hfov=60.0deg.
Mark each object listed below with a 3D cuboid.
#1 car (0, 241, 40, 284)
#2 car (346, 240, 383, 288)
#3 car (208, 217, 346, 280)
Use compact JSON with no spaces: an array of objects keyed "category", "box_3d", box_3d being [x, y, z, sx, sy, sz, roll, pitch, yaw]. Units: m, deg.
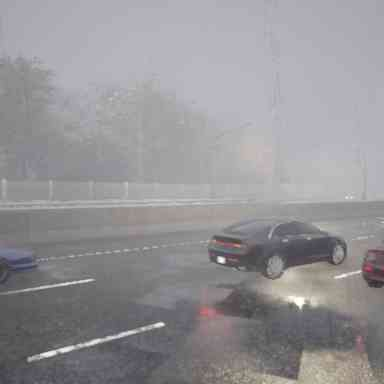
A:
[{"category":"car","box_3d":[-6.538,1.548,7.682,5.357,1.411,2.033,0,0,-35]},{"category":"car","box_3d":[5.874,1.527,7.942,4.674,1.442,1.812,0,0,-35]},{"category":"car","box_3d":[2.731,1.506,9.997,4.892,1.490,1.837,0,0,-36]}]
